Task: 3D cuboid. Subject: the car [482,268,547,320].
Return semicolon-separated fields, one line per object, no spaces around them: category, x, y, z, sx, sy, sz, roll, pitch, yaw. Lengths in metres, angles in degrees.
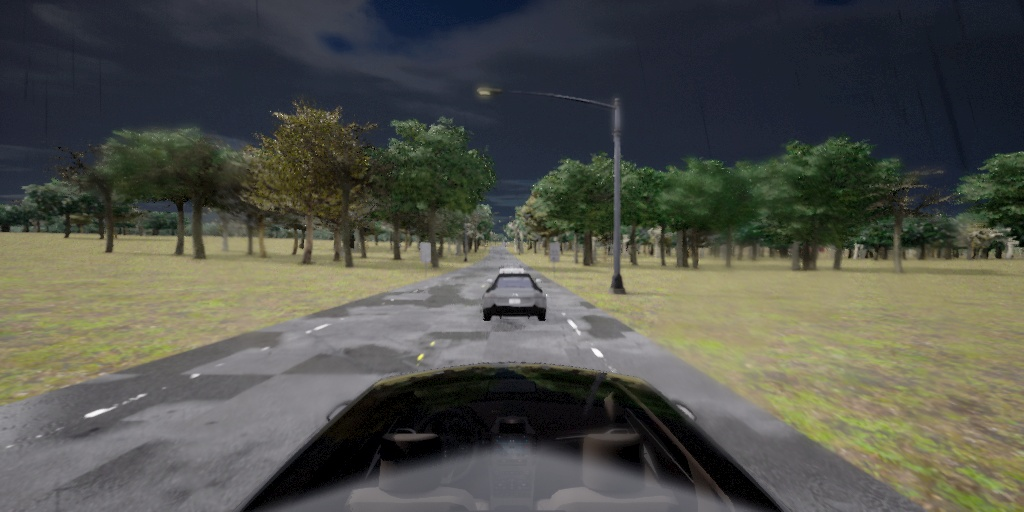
car;0.074;1.268;12.341;1.994;1.385;4.181;0;0;0

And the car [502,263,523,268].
car;-0.020;1.242;29.461;1.895;1.301;4.718;0;0;0
